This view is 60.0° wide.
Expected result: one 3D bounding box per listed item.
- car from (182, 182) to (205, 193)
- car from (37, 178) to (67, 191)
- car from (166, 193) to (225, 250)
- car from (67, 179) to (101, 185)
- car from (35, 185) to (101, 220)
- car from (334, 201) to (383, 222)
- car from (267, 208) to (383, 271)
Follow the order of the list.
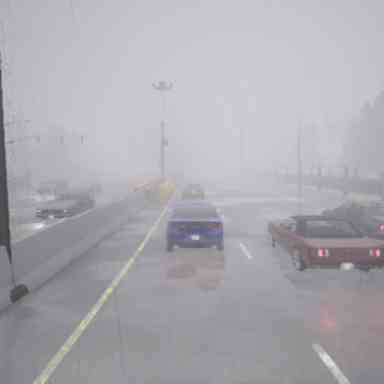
[{"bbox_3d":[0.131,-0.181,29.528,1.994,1.385,4.181,0,5,0],"label":"car"},{"bbox_3d":[-14.005,-0.613,33.969,1.837,1.490,4.892,0,4,1],"label":"car"},{"bbox_3d":[0.097,1.075,12.408,1.882,1.535,5.008,0,3,0],"label":"car"},{"bbox_3d":[-10.511,-0.552,33.462,1.812,1.442,4.674,0,5,1],"label":"car"},{"bbox_3d":[-7.100,0.658,19.393,2.033,1.411,5.357,0,5,0],"label":"car"},{"bbox_3d":[7.096,1.074,13.614,2.033,1.411,5.357,0,4,0],"label":"car"},{"bbox_3d":[3.598,1.327,9.906,1.895,1.301,4.718,0,3,0],"label":"car"}]
